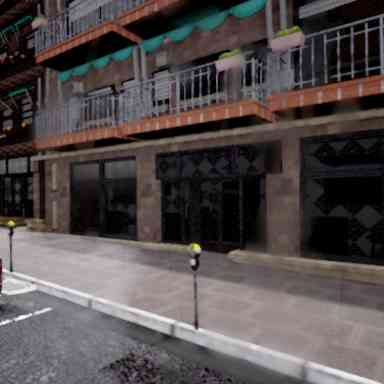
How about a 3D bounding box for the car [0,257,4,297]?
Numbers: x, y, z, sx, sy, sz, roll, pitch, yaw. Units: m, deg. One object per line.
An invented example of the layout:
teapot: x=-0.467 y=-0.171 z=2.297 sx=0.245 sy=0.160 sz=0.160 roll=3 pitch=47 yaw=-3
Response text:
car: x=-5.545 y=1.438 z=6.708 sx=4.507 sy=1.381 sz=1.887 roll=1 pitch=-1 yaw=36
